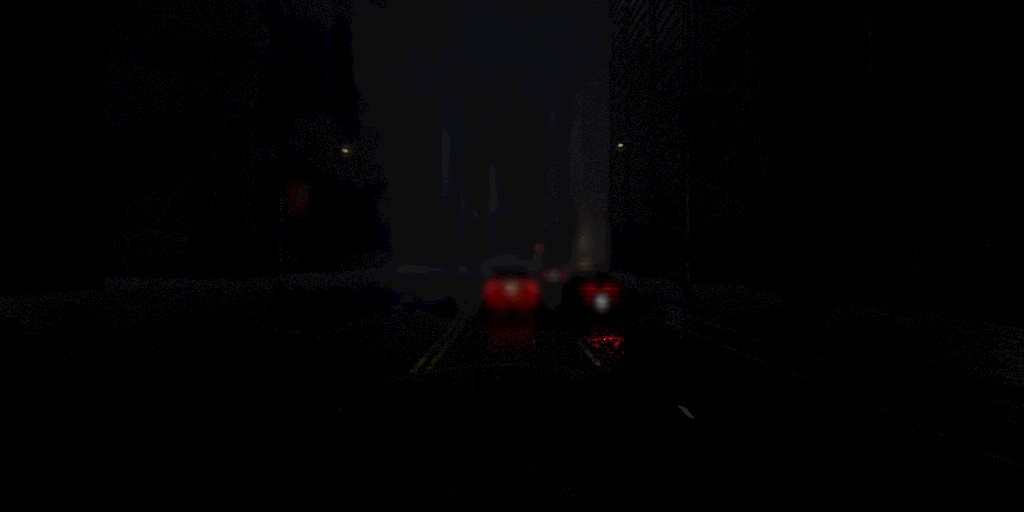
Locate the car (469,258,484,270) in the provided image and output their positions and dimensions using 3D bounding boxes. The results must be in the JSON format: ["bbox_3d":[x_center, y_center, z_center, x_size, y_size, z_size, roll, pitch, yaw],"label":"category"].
[{"bbox_3d":[-6.582,1.652,65.148,2.097,1.767,4.553,0,0,1],"label":"car"}]

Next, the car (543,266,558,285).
[{"bbox_3d":[3.234,1.557,29.384,2.033,1.411,5.357,0,-1,0],"label":"car"}]

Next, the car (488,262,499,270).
[{"bbox_3d":[-3.335,1.826,65.181,1.812,1.442,4.674,0,0,1],"label":"car"}]

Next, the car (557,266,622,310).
[{"bbox_3d":[3.260,1.386,15.353,1.837,1.490,4.892,0,0,0],"label":"car"}]

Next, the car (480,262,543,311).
[{"bbox_3d":[0.009,1.229,15.264,2.097,1.767,4.553,0,-1,0],"label":"car"}]
